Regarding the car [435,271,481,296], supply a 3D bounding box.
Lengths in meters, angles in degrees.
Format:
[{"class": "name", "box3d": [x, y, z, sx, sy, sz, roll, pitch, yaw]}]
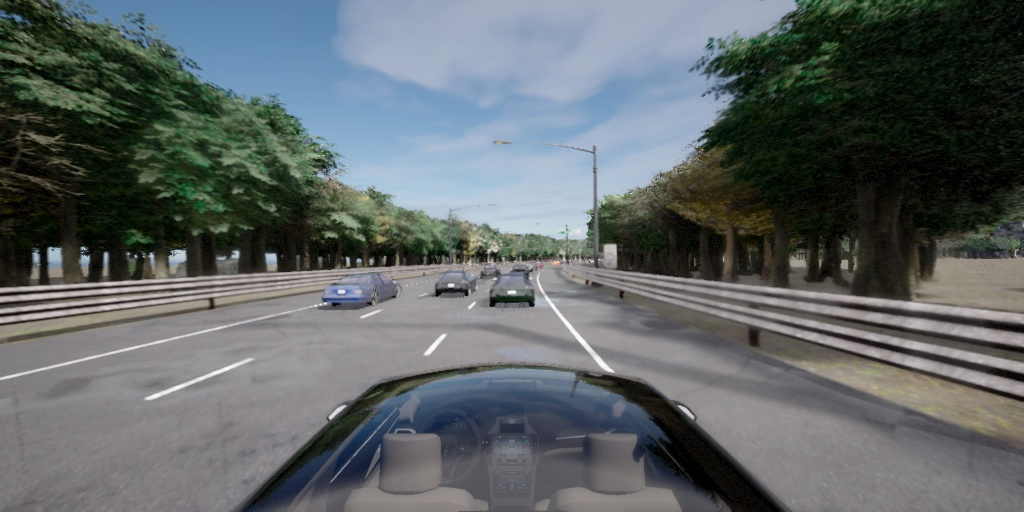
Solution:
[{"class": "car", "box3d": [-3.235, 1.556, 21.336, 1.994, 1.385, 4.181, 0, -1, 1]}]

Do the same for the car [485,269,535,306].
[{"class": "car", "box3d": [0.032, 1.481, 16.750, 1.994, 1.385, 4.181, 0, -1, 1]}]

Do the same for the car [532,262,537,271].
[{"class": "car", "box3d": [2.221, 1.884, 52.031, 1.895, 1.301, 4.718, 0, -1, 6]}]

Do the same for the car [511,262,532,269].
[{"class": "car", "box3d": [0.837, 1.624, 35.944, 1.837, 1.490, 4.892, -1, -1, 4]}]

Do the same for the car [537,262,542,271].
[{"class": "car", "box3d": [3.680, 1.889, 63.928, 2.128, 1.511, 4.902, -1, -1, 8]}]

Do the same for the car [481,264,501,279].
[{"class": "car", "box3d": [-2.293, 1.673, 39.516, 2.128, 1.511, 4.902, 0, -1, 4]}]

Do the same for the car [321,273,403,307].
[{"class": "car", "box3d": [-6.865, 1.519, 17.045, 2.033, 1.411, 5.357, 0, -1, 1]}]
